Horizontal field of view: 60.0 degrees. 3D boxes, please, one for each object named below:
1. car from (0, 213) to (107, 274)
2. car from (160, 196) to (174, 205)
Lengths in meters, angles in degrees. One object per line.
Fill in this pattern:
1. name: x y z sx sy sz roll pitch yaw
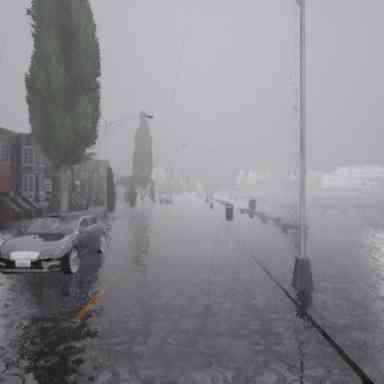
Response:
1. car: -4.060 1.452 10.472 2.128 1.511 4.902 0 0 0
2. car: -4.000 1.359 54.208 1.994 1.385 4.181 0 0 0
